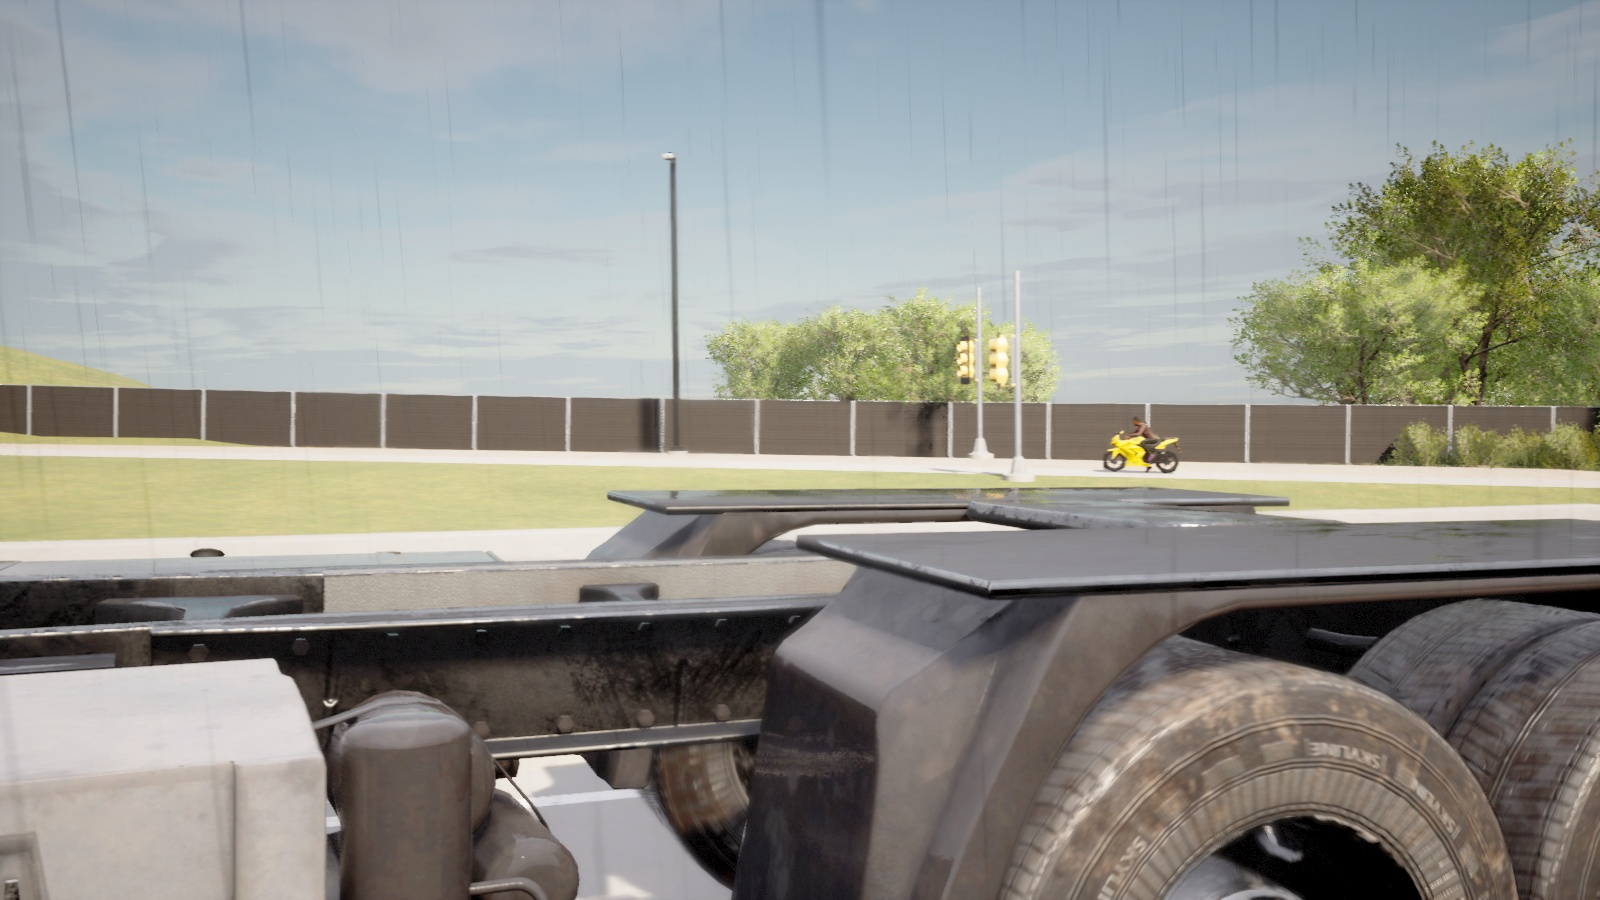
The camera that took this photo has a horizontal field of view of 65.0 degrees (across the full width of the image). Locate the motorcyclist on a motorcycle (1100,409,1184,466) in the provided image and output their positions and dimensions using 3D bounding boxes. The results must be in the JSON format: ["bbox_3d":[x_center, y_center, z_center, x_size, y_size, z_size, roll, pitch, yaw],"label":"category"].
[{"bbox_3d":[9.128,-0.339,33.577,2.044,1.523,0.797,0,2,6],"label":"motorcyclist on a motorcycle"}]

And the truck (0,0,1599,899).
[{"bbox_3d":[-1.104,-0.217,2.808,7.936,3.462,2.891,-1,1,-21],"label":"truck"}]
